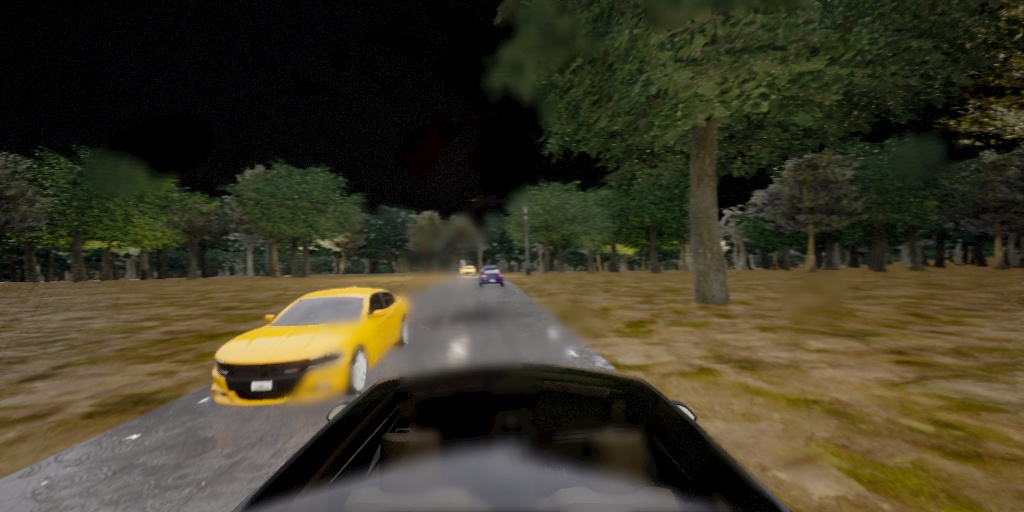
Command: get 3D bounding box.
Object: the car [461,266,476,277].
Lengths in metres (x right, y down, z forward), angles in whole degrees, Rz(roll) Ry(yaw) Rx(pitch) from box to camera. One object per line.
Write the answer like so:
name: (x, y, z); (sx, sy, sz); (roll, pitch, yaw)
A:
car: (-6.312, 2.215, 52.354); (1.882, 1.535, 5.008); (-2, -1, -4)

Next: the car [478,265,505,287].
car: (-1.651, 1.699, 29.203); (1.812, 1.442, 4.674); (-2, -1, -4)

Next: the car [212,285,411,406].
car: (-3.354, 1.396, 7.048); (1.882, 1.535, 5.008); (-2, 0, -4)
